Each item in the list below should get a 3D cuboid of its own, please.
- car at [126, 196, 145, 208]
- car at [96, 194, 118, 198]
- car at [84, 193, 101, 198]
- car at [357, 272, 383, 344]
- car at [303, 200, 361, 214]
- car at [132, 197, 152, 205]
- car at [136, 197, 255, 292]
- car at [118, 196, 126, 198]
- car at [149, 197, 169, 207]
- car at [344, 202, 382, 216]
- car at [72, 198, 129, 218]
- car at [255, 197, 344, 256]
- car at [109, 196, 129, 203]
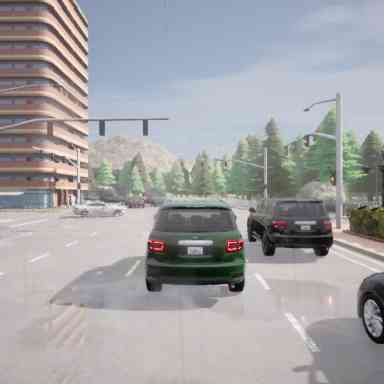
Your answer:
[{"bbox_3d":[-7.922,1.352,47.258,2.097,1.767,4.553,0,0,-13],"label":"car"},{"bbox_3d":[-16.143,1.601,64.468,1.895,1.301,4.718,0,0,-41],"label":"car"},{"bbox_3d":[-23.076,1.524,74.700,4.674,1.442,1.812,0,0,31],"label":"car"},{"bbox_3d":[3.608,1.505,3.515,1.837,1.490,4.892,0,0,0],"label":"car"},{"bbox_3d":[14.956,1.603,35.793,5.357,1.411,2.033,0,0,4],"label":"car"},{"bbox_3d":[-9.232,1.601,60.831,1.895,1.301,4.718,0,0,-31],"label":"car"},{"bbox_3d":[0.087,1.221,9.077,2.150,2.045,5.566,0,0,0],"label":"car"},{"bbox_3d":[-10.514,1.505,55.673,1.837,1.490,4.892,0,0,-26],"label":"car"},{"bbox_3d":[-5.307,1.547,52.079,2.033,1.411,5.357,0,0,-18],"label":"car"},{"bbox_3d":[15.827,1.603,28.602,5.357,1.411,2.033,0,0,0],"label":"car"},{"bbox_3d":[-8.438,1.560,30.280,4.674,1.442,1.812,0,1,-18],"label":"car"},{"bbox_3d":[3.614,1.221,13.212,2.150,2.045,5.566,0,0,0],"label":"car"},{"bbox_3d":[-15.128,1.553,68.731,4.181,1.385,1.994,0,0,45],"label":"car"}]
